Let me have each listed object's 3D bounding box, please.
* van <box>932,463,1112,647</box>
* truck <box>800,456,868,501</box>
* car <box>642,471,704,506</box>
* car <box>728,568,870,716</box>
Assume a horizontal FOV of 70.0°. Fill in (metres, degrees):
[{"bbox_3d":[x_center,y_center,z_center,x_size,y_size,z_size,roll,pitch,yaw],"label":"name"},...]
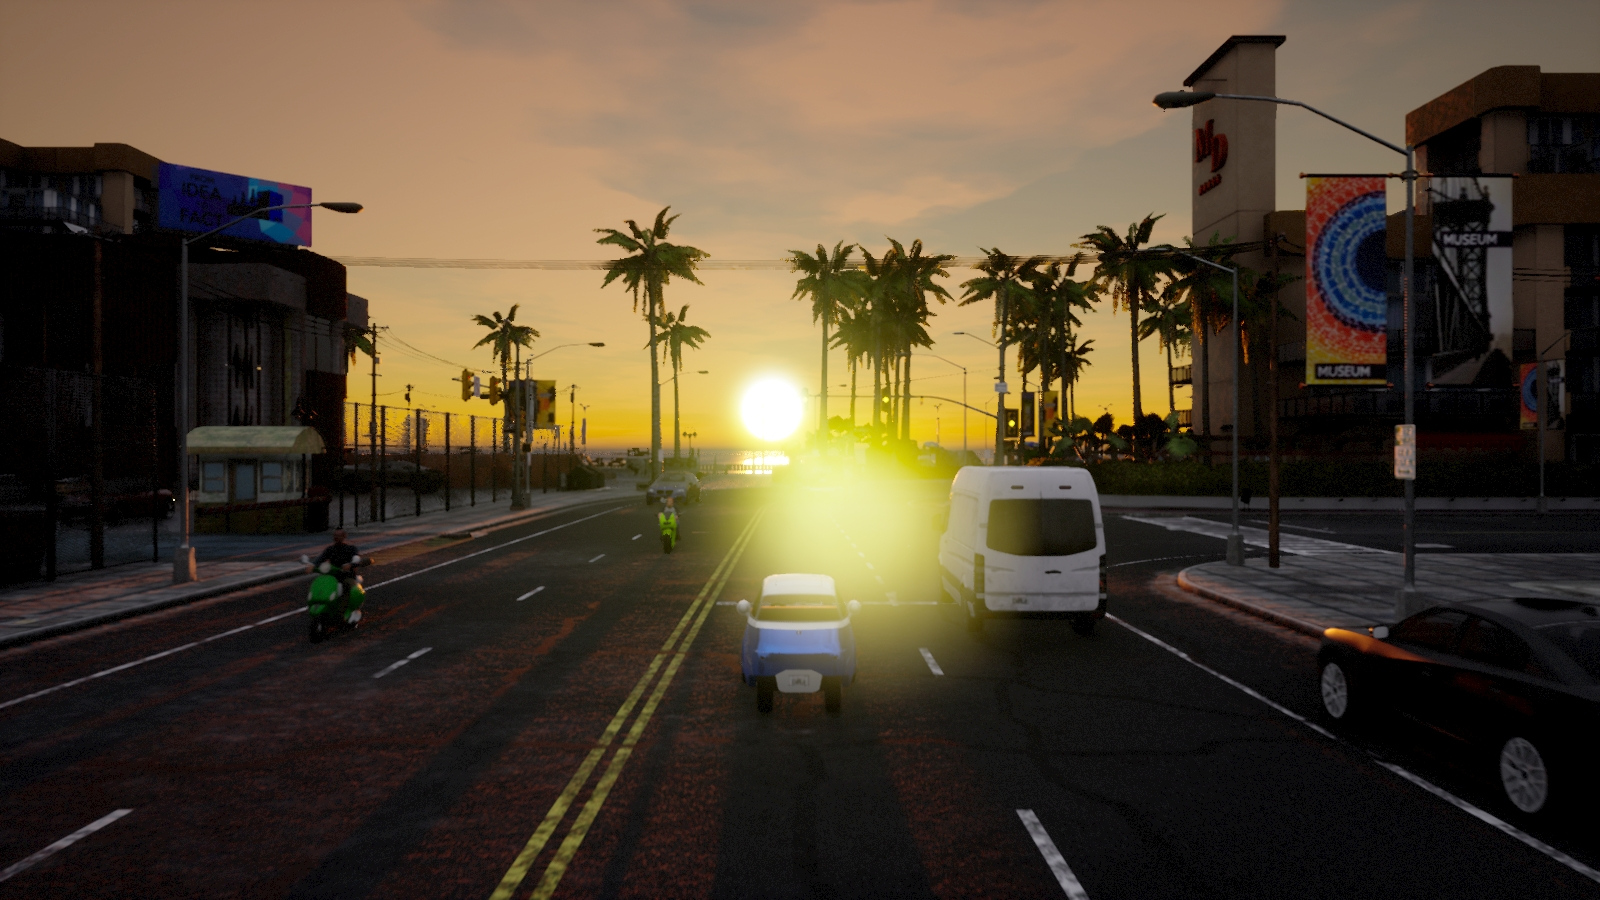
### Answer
[{"bbox_3d":[3.531,1.542,19.357,1.988,2.561,5.915,0,0,1],"label":"van"},{"bbox_3d":[2.048,1.590,66.626,2.627,2.467,5.204,0,0,18],"label":"truck"},{"bbox_3d":[-6.546,1.987,59.530,2.242,1.667,4.611,0,0,7],"label":"car"},{"bbox_3d":[-0.012,2.129,13.095,1.481,1.376,2.207,0,-1,0],"label":"car"}]
